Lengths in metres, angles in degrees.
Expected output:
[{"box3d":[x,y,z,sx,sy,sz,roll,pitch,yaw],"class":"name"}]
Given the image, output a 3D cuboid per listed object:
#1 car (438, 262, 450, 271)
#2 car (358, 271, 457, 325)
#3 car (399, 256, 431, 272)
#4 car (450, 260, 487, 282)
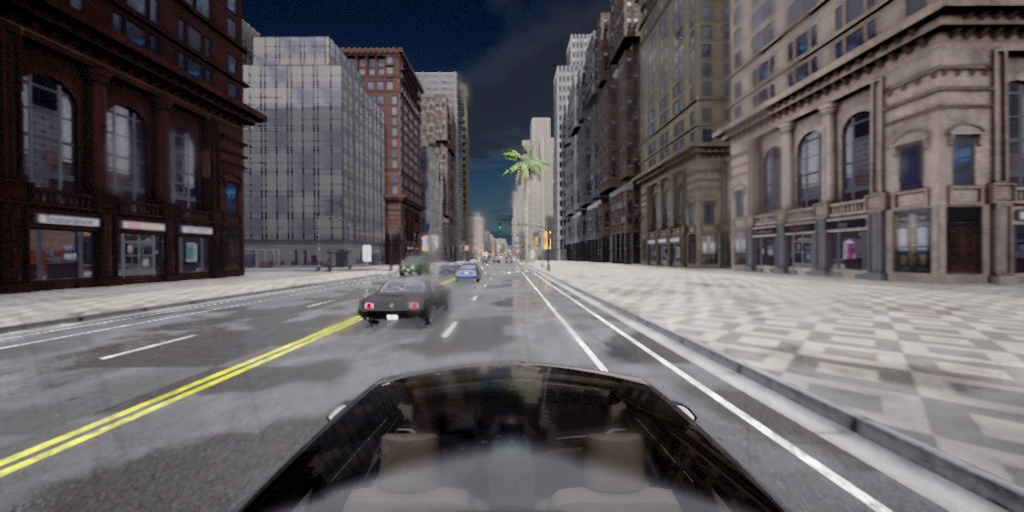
[{"box3d":[-6.869,1.340,40.073,2.033,1.411,5.357,0,0,0],"class":"car"},{"box3d":[-3.227,1.367,11.866,1.895,1.301,4.718,0,0,-1],"class":"car"},{"box3d":[-10.121,1.034,37.738,2.150,2.045,5.566,0,0,0],"class":"car"},{"box3d":[-3.386,1.315,28.988,2.033,1.411,5.357,0,0,-1],"class":"car"}]
